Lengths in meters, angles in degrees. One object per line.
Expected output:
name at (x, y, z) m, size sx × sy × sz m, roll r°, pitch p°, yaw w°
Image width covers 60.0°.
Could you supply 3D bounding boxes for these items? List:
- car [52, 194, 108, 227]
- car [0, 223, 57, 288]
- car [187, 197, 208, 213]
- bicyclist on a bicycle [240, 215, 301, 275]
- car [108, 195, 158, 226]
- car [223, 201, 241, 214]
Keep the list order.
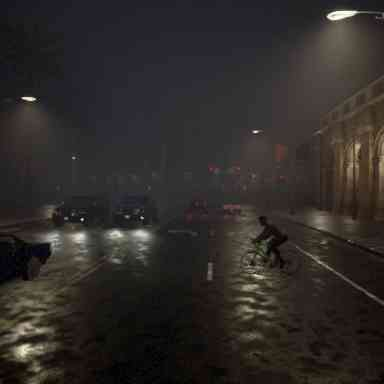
car at (-7.417, 1.216, 22.852) m, size 2.150 × 2.045 × 5.566 m, roll 0°, pitch 1°, yaw 4°
car at (-4.972, 1.601, 7.086) m, size 1.895 × 1.301 × 4.718 m, roll 0°, pitch 0°, yaw 4°
car at (0.692, 1.352, 36.373) m, size 2.097 × 1.767 × 4.553 m, roll 0°, pitch 0°, yaw 4°
bicyclist on a bicycle at (2.095, 1.454, 8.949) m, size 1.656 × 1.620 × 0.582 m, roll -2°, pitch 0°, yaw 3°
car at (-3.852, 1.225, 23.573) m, size 2.150 × 2.045 × 5.566 m, roll 0°, pitch 0°, yaw 4°
car at (4.261, 1.601, 36.019) m, size 1.895 × 1.301 × 4.718 m, roll 0°, pitch 0°, yaw 5°
